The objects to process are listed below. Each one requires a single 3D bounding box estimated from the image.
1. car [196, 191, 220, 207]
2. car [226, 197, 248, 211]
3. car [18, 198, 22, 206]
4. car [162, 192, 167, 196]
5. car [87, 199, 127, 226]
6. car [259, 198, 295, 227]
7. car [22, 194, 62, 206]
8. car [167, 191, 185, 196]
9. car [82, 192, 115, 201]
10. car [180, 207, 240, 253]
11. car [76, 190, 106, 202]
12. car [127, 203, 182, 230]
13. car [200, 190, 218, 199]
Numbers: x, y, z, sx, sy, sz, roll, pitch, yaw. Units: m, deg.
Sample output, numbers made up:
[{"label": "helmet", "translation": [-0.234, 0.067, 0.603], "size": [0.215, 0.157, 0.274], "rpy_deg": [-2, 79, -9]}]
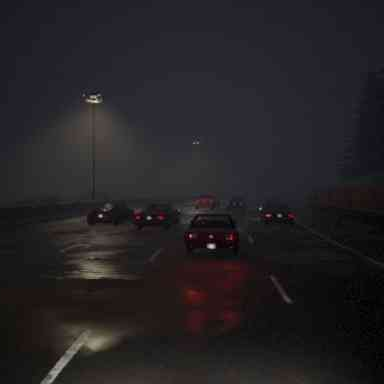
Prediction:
[{"label": "car", "translation": [1.903, 1.040, 38.163], "size": [2.097, 1.767, 4.553], "rpy_deg": [0, 0, 15]}, {"label": "car", "translation": [4.921, 1.261, 36.123], "size": [2.033, 1.411, 5.357], "rpy_deg": [0, 0, 15]}, {"label": "car", "translation": [-21.578, 1.037, 45.887], "size": [1.882, 1.535, 5.008], "rpy_deg": [0, 0, 16]}, {"label": "car", "translation": [-5.639, 0.546, 84.643], "size": [1.882, 1.535, 5.008], "rpy_deg": [0, 1, 28]}, {"label": "car", "translation": [-5.122, 1.370, 21.637], "size": [1.994, 1.385, 4.181], "rpy_deg": [0, 0, 8]}, {"label": "car", "translation": [5.438, 1.383, 21.566], "size": [2.033, 1.411, 5.357], "rpy_deg": [0, 0, 9]}, {"label": "car", "translation": [-18.823, 1.072, 42.661], "size": [1.882, 1.535, 5.008], "rpy_deg": [0, 1, 15]}, {"label": "car", "translation": [-3.448, 0.503, 81.369], "size": [2.097, 1.767, 4.553], "rpy_deg": [0, 1, 28]}, {"label": "car", "translation": [-11.575, 1.117, 42.727], "size": [1.837, 1.490, 4.892], "rpy_deg": [0, 1, 16]}, {"label": "car", "translation": [0.854, 1.493, 13.232], "size": [1.895, 1.301, 4.718], "rpy_deg": [0, 0, 5]}, {"label": "car", "translation": [-13.980, 0.796, 46.999], "size": [2.150, 2.045, 5.566], "rpy_deg": [0, 0, 17]}, {"label": "car", "translation": [-1.892, 1.377, 19.813], "size": [2.033, 1.411, 5.357], "rpy_deg": [0, 1, 8]}, {"label": "car", "translation": [4.271, 0.547, 80.859], "size": [2.150, 2.045, 5.566], "rpy_deg": [0, 1, 30]}]
